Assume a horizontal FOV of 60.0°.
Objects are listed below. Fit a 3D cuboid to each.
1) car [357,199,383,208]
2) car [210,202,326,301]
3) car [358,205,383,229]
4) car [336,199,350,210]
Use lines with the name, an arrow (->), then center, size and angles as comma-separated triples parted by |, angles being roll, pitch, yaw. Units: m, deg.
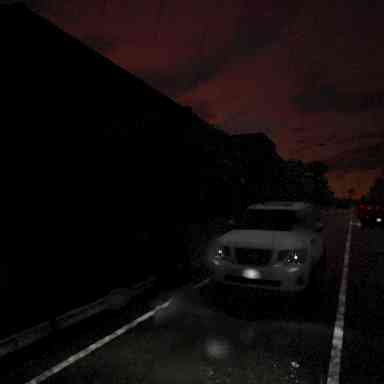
car -> 19.639, 1.793, 36.936 | 2.150, 2.045, 5.566 | 0, -1, 27
car -> 2.393, 1.315, 9.149 | 2.150, 2.045, 5.566 | 0, -1, 26
car -> 13.263, 1.866, 23.823 | 1.994, 1.385, 4.181 | 0, -1, 26
car -> 28.131, 2.294, 61.951 | 2.150, 2.045, 5.566 | 0, -2, 26
